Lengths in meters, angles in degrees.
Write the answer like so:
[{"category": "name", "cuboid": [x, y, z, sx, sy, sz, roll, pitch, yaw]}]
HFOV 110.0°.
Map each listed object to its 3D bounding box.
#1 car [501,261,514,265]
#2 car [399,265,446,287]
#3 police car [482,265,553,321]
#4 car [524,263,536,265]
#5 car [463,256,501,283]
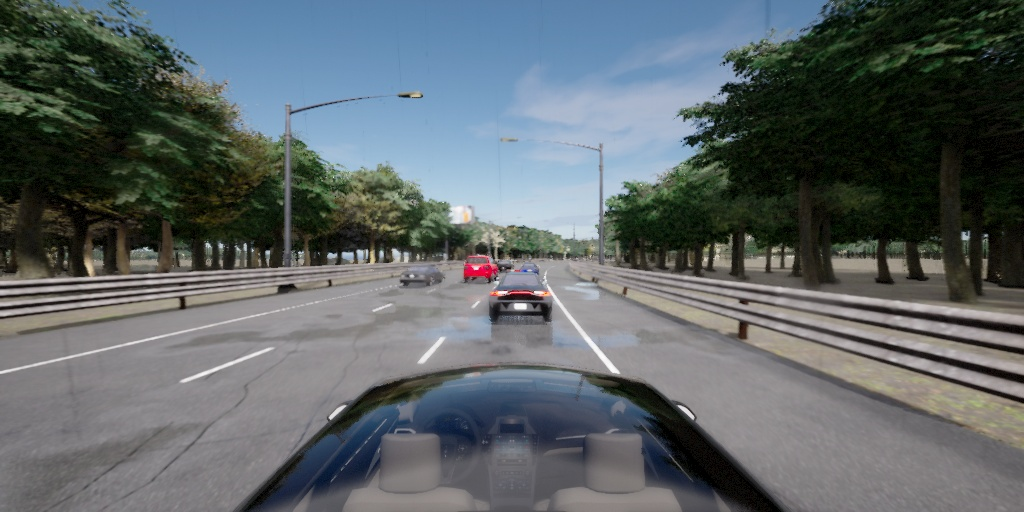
[{"category": "car", "cuboid": [-0.808, 1.336, 46.084, 1.882, 1.535, 5.008, 0, 0, 6]}, {"category": "car", "cuboid": [-6.175, 1.340, 25.280, 2.033, 1.411, 5.357, 0, 0, 4]}, {"category": "police car", "cuboid": [0.314, 1.267, 12.651, 2.038, 1.542, 4.974, 0, 0, 2]}, {"category": "car", "cuboid": [1.849, 1.400, 37.749, 1.994, 1.385, 4.181, 0, 0, 5]}, {"category": "car", "cuboid": [-2.427, 1.026, 28.609, 2.150, 2.045, 5.566, 0, 0, 4]}]
